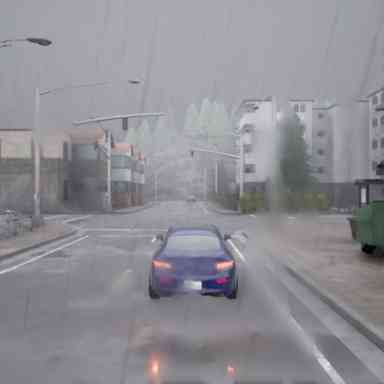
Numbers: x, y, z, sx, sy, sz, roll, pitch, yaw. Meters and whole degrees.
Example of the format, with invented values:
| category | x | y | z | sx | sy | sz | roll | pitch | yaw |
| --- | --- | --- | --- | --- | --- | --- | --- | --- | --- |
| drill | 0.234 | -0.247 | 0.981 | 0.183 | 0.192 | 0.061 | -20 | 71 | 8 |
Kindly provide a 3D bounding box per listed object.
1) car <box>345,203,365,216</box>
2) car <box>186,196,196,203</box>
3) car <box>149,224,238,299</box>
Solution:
| category | x | y | z | sx | sy | sz | roll | pitch | yaw |
| --- | --- | --- | --- | --- | --- | --- | --- | --- | --- |
| car | 15.544 | 1.321 | 28.113 | 4.892 | 1.490 | 1.837 | 0 | 0 | 0 |
| car | -0.152 | 1.509 | 66.956 | 1.812 | 1.442 | 4.674 | 0 | 0 | 0 |
| car | 0.039 | 1.524 | 8.314 | 1.812 | 1.442 | 4.674 | 0 | 0 | 0 |
